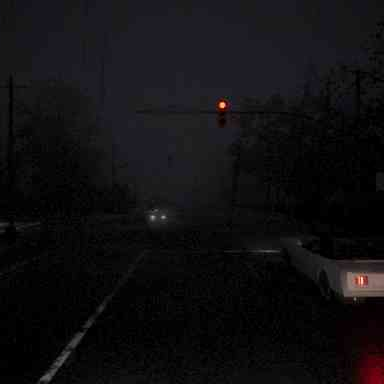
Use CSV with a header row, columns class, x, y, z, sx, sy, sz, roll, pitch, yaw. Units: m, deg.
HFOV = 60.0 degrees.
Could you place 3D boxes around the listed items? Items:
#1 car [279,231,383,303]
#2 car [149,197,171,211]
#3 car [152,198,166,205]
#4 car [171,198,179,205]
class,x,y,z,sx,sy,sz,roll,pitch,yaw
car,3.587,1.601,8.152,1.895,1.301,4.718,0,0,0
car,-4.076,1.616,41.087,1.994,1.385,4.181,0,0,0
car,-8.289,2.388,82.951,2.128,1.511,4.902,0,-1,-25
car,-5.056,2.126,73.620,1.882,1.535,5.008,0,-1,-19
